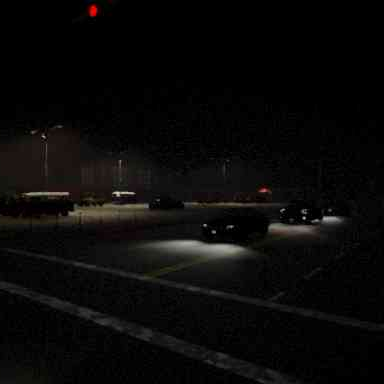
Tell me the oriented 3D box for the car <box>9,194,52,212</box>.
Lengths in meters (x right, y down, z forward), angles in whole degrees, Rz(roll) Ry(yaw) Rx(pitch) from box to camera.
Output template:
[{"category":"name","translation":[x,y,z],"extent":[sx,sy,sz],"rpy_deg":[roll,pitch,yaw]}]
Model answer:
[{"category":"car","translation":[-19.638,1.344,40.745],"extent":[1.784,1.438,3.905],"rpy_deg":[0,0,37]}]

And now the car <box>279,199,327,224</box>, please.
[{"category":"car","translation":[8.240,1.355,24.918],"extent":[2.097,1.767,4.553],"rpy_deg":[0,0,36]}]

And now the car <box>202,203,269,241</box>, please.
[{"category":"car","translation":[2.371,1.535,16.938],"extent":[1.812,1.442,4.674],"rpy_deg":[0,0,36]}]

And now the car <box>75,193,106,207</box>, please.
[{"category":"car","translation":[-17.289,1.118,57.703],"extent":[1.932,1.855,4.605],"rpy_deg":[0,0,37]}]

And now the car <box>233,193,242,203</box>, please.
[{"category":"car","translation":[8.919,1.125,60.095],"extent":[1.905,1.878,3.866],"rpy_deg":[0,0,37]}]

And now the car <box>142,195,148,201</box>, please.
[{"category":"car","translation":[-9.167,1.347,73.512],"extent":[1.970,1.475,3.806],"rpy_deg":[0,0,37]}]

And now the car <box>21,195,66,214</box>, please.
[{"category":"car","translation":[-17.316,1.378,39.016],"extent":[1.970,1.475,3.806],"rpy_deg":[0,0,37]}]

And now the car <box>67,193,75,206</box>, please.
[{"category":"car","translation":[-19.575,1.326,59.484],"extent":[1.784,1.438,3.905],"rpy_deg":[0,0,37]}]

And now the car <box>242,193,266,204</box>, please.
[{"category":"car","translation":[11.209,1.125,58.324],"extent":[1.932,1.855,4.605],"rpy_deg":[0,0,37]}]

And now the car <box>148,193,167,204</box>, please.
[{"category":"car","translation":[-6.850,1.110,71.775],"extent":[1.905,1.878,3.866],"rpy_deg":[0,0,37]}]

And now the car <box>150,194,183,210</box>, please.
[{"category":"car","translation":[-3.675,1.373,47.693],"extent":[1.970,1.475,3.806],"rpy_deg":[0,0,37]}]

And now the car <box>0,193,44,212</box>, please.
[{"category":"car","translation":[-21.822,1.132,42.305],"extent":[1.932,1.855,4.605],"rpy_deg":[0,0,37]}]

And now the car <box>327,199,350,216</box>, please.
[{"category":"car","translation":[14.434,1.488,33.287],"extent":[2.128,1.511,4.902],"rpy_deg":[0,0,37]}]
